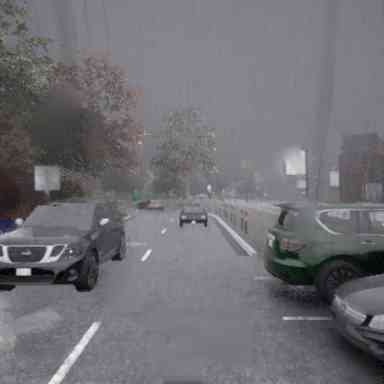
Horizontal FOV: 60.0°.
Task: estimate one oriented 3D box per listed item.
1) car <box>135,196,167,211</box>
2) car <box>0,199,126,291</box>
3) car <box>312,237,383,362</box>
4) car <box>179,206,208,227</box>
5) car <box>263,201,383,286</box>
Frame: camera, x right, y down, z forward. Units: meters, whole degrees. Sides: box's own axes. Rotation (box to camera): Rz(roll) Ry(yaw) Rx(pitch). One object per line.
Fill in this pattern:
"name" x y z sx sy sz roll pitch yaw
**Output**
"car" -5.198 1.540 40.110 1.994 1.385 4.181 0 0 -36
"car" -3.348 1.237 9.384 2.150 2.045 5.566 0 0 0
"car" 4.417 1.530 4.652 4.674 1.452 2.002 0 0 0
"car" 0.082 1.616 23.174 1.895 1.301 4.718 0 0 -1
"car" 4.442 1.243 7.478 5.566 2.045 2.435 0 0 0
